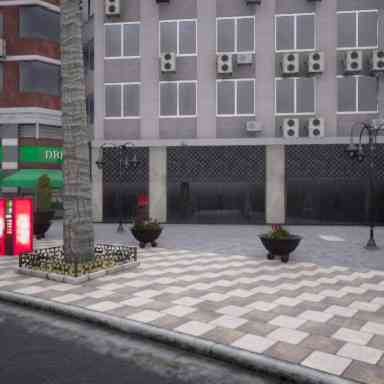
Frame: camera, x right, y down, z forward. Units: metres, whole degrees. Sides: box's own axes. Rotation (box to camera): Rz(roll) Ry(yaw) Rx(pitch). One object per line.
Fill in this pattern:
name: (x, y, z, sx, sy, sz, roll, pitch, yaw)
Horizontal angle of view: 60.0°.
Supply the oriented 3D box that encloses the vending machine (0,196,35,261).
vending machine: (-6.203, 1.195, 11.454, 0.880, 2.100, 1.100, 0, 0, 23)
